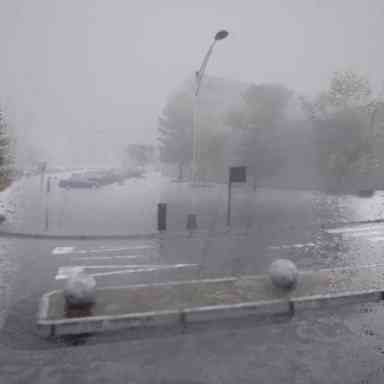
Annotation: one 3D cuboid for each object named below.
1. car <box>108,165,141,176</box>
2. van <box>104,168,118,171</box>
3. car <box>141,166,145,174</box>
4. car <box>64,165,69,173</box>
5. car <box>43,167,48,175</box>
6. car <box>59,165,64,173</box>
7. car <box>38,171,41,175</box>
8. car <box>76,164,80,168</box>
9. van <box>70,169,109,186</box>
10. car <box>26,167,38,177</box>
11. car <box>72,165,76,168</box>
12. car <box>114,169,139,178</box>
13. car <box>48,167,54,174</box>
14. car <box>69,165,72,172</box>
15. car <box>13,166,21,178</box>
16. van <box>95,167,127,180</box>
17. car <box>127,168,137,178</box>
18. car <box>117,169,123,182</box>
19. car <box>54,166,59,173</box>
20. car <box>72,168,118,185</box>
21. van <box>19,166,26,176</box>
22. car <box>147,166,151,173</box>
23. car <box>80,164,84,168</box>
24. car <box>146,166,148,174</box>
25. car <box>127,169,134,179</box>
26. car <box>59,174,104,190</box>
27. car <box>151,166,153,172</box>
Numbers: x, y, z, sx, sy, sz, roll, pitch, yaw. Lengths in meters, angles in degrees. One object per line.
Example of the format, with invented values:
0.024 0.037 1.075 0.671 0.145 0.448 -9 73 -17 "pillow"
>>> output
-14.075 -3.948 68.892 5.566 2.045 2.435 1 6 -21 "car"
-14.152 -2.197 50.881 4.442 1.987 1.878 1 6 -20 "van"
-14.176 -4.527 74.882 5.566 2.045 2.435 1 6 -21 "car"
-32.081 -5.257 77.867 5.008 1.535 2.097 -1 6 -21 "car"
-31.760 -4.098 66.197 4.792 1.488 2.163 -1 6 -21 "car"
-32.007 -4.973 74.944 4.892 1.521 2.231 -1 6 -21 "car"
-31.714 -3.845 63.262 5.008 1.535 2.097 -1 6 -22 "car"
-32.255 -6.207 86.623 4.553 1.767 2.185 -1 6 -21 "car"
-13.946 -1.621 44.997 4.442 1.987 1.878 1 6 -20 "van"
-31.449 -3.568 60.410 5.366 1.575 1.946 -1 6 -22 "car"
-32.229 -5.773 83.717 4.674 1.452 2.002 -1 5 -21 "car"
-14.159 -3.987 71.905 4.892 1.521 2.231 1 6 -21 "car"
-31.873 -4.410 69.106 5.008 1.535 2.097 -1 6 -21 "car"
-32.123 -5.661 80.783 4.553 1.767 2.185 -1 6 -21 "car"
-31.455 -2.996 54.491 5.008 1.535 2.097 -1 6 -22 "car"
-13.929 -2.768 56.948 4.442 1.987 1.878 1 6 -20 "van"
-14.060 -3.379 65.918 4.792 1.488 2.163 1 6 -21 "car"
-14.074 -2.383 53.915 4.553 1.767 2.185 1 6 -20 "car"
-31.937 -4.691 72.026 4.892 1.521 2.231 -1 6 -21 "car"
-14.074 -1.934 47.923 5.566 2.045 2.435 1 6 -20 "car"
-31.640 -3.502 57.353 4.442 1.987 1.878 -1 6 -22 "van"
-14.450 -5.665 86.806 5.566 2.045 2.435 1 5 -21 "car"
-32.344 -6.347 89.552 5.008 1.535 2.097 -1 6 -21 "car"
-14.594 -5.143 83.769 5.366 1.575 1.946 1 6 -21 "car"
-14.055 -3.119 62.908 4.892 1.521 2.231 1 6 -20 "car"
-14.077 -1.112 41.992 5.008 1.535 2.097 1 6 -20 "car"
-14.440 -5.951 92.842 5.366 1.575 1.946 1 5 -21 "car"
